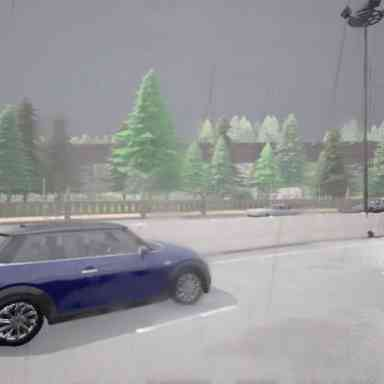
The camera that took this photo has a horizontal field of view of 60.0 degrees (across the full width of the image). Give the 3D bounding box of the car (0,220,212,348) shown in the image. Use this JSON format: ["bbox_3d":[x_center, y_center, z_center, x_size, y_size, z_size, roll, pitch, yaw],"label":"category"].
[{"bbox_3d":[-1.792,1.363,6.556,4.553,1.767,2.097,0,0,-35],"label":"car"}]

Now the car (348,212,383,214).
[{"bbox_3d":[14.194,1.557,26.982,5.008,1.535,1.882,0,0,-21],"label":"car"}]

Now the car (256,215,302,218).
[{"bbox_3d":[6.841,1.671,27.723,4.718,1.301,1.895,0,0,-24],"label":"car"}]
